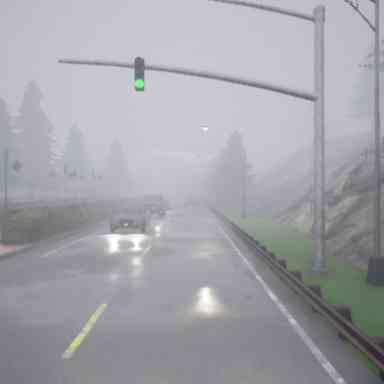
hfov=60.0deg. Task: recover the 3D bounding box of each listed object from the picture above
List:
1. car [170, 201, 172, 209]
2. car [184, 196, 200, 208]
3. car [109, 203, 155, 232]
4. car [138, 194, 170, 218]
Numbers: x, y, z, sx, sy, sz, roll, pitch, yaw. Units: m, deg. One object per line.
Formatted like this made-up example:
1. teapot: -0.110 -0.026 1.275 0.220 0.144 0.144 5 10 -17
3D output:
1. car: -3.578 1.522 41.898 1.837 1.490 4.892 0 0 0
2. car: 0.009 1.370 47.294 2.097 1.767 4.553 0 0 0
3. car: -3.602 1.572 20.006 1.994 1.385 4.181 0 0 -1
4. car: -3.590 1.234 30.654 2.150 2.045 5.566 0 0 0
